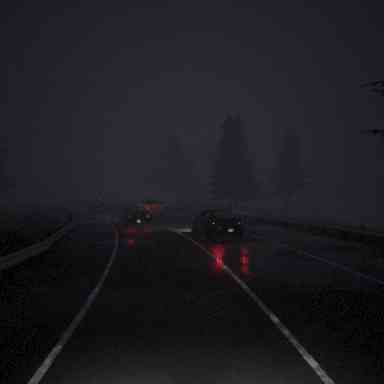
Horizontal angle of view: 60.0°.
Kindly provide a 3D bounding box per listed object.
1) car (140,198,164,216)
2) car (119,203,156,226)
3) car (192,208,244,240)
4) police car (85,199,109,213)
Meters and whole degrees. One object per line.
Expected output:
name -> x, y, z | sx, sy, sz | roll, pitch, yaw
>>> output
car -> -4.538, 1.508, 34.697 | 2.097, 1.767, 4.553 | 0, 0, -24
car -> -4.314, 1.716, 24.849 | 1.895, 1.301, 4.718 | 0, 0, -18
car -> 1.288, 1.595, 17.636 | 1.812, 1.442, 4.674 | 0, 0, -13
police car -> -11.706, 1.626, 40.753 | 1.930, 1.638, 5.238 | 0, 0, -30
